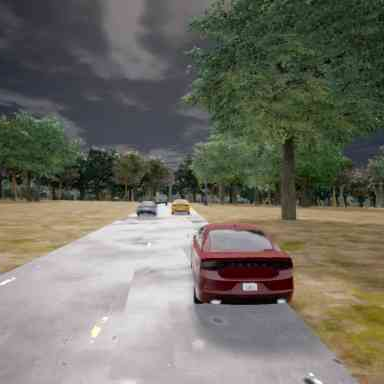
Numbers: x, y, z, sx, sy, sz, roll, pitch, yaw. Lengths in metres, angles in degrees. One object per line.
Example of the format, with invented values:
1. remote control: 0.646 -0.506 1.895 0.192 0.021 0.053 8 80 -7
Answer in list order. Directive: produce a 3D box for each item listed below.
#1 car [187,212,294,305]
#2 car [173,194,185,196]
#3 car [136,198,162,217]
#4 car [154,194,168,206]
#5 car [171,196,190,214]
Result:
1. car: 0.933 1.477 8.187 1.882 1.535 5.008 0 0 -1
2. car: -1.774 1.357 46.394 2.150 2.045 5.566 0 0 -3
3. car: -4.279 1.598 32.368 2.033 1.411 5.357 0 0 -3
4. car: -5.454 1.450 59.257 2.150 2.045 5.566 0 -1 -3
5. car: -1.248 1.549 35.886 1.882 1.535 5.008 0 0 -3
